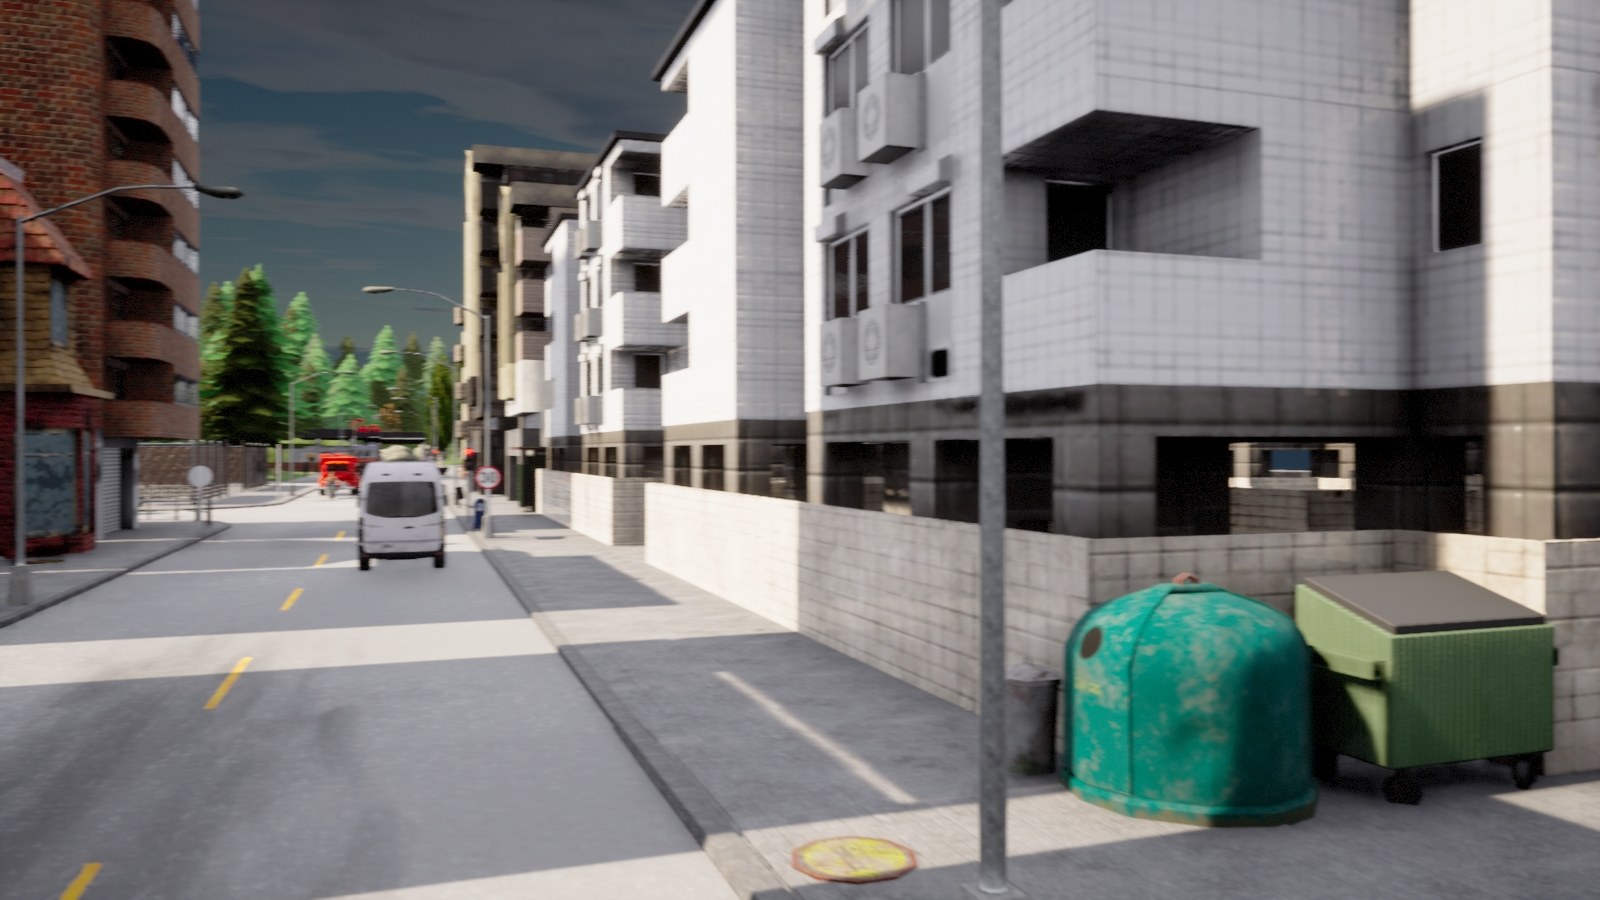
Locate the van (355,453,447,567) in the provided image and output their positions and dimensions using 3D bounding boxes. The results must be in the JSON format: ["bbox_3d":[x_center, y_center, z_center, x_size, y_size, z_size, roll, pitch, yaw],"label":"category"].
[{"bbox_3d":[-10.058,1.350,28.884,1.988,2.561,5.915,0,0,-19],"label":"van"}]

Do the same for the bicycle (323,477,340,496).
[{"bbox_3d":[-27.380,2.126,66.759,0.859,1.080,1.487,0,0,-19],"label":"bicycle"}]
